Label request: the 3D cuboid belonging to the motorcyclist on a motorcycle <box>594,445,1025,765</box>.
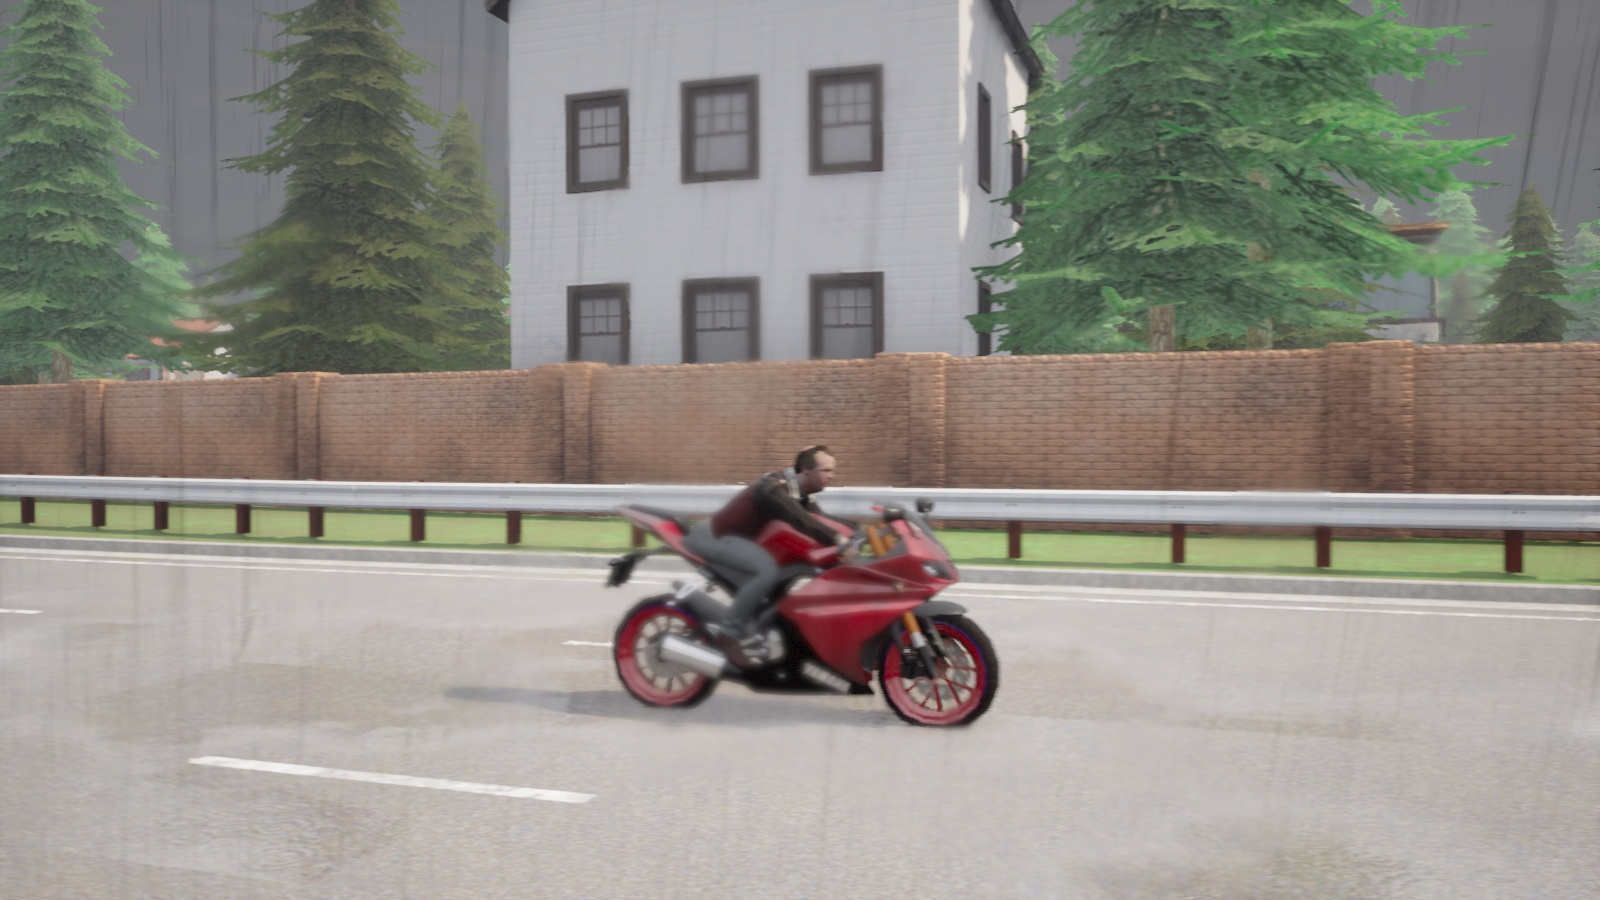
[{"bbox_3d":[0.061,0.752,6.865,2.191,1.530,0.866,1,1,19],"label":"motorcyclist on a motorcycle"}]
